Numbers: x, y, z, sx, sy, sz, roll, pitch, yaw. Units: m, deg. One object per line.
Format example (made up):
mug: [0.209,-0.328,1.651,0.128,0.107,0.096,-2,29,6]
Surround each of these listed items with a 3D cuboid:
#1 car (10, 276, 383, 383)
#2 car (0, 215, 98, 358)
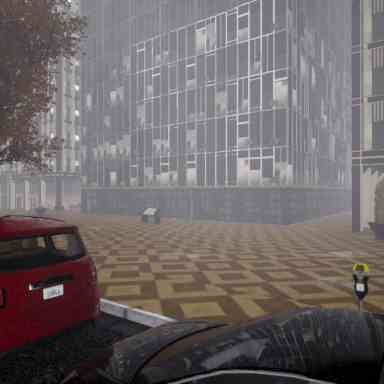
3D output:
car: [0.840,1.566,2.278,4.313,1.339,1.947,0,0,36]
car: [-3.651,1.315,5.493,5.009,1.841,2.192,0,0,36]
